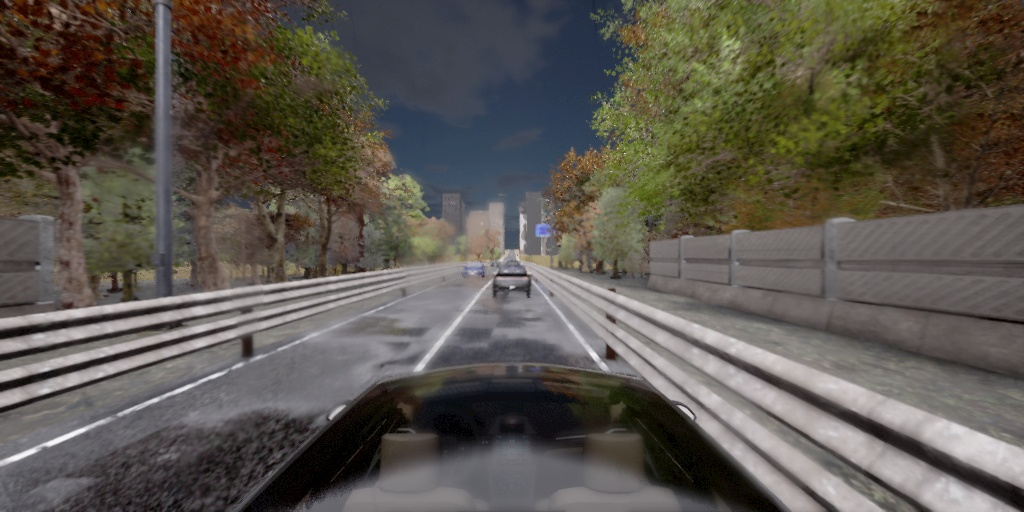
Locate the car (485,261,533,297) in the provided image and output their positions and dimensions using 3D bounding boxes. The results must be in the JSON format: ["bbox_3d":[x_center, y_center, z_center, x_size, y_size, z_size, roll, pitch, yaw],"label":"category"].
[{"bbox_3d":[0.017,1.177,18.158,2.128,1.511,4.902,0,0,0],"label":"car"}]

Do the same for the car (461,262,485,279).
[{"bbox_3d":[-3.342,1.243,32.681,1.812,1.442,4.674,0,-1,0],"label":"car"}]
